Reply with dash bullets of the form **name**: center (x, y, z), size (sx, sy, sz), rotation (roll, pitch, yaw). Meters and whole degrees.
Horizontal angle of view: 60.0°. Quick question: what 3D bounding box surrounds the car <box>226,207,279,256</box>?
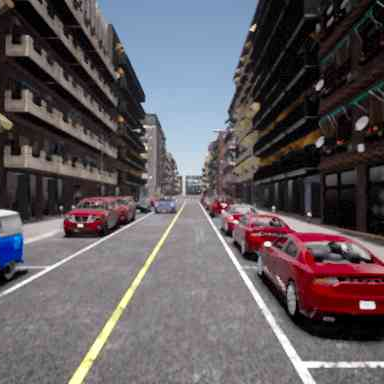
- **car**: center (2.595, 1.506, 12.655), size (1.887, 1.381, 4.507), rotation (1, 0, 0)

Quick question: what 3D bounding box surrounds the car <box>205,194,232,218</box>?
- **car**: center (2.580, 1.236, 29.248), size (2.192, 1.841, 5.009), rotation (1, 0, 0)

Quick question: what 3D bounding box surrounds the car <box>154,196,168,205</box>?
- **car**: center (-5.248, 1.435, 56.967), size (1.887, 1.381, 4.507), rotation (1, 0, 0)

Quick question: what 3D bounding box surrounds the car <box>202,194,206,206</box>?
- **car**: center (2.587, 1.343, 40.311), size (1.967, 1.590, 4.097), rotation (1, 0, 0)

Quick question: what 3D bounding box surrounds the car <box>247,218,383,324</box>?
- **car**: center (2.590, 1.522, 7.125), size (1.887, 1.381, 4.507), rotation (1, 0, 0)

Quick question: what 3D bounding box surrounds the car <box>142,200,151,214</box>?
- **car**: center (-5.267, 1.478, 34.846), size (1.947, 1.339, 4.313), rotation (1, 0, 0)

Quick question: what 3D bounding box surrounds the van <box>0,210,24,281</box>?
- **van**: center (-5.285, 1.319, 7.193), size (1.690, 1.788, 3.998), rotation (1, 0, 0)

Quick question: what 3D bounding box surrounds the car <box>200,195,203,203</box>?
- **car**: center (2.593, 1.473, 51.374), size (1.802, 1.307, 4.206), rotation (1, 0, 0)

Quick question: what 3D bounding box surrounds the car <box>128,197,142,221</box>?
- **car**: center (-5.270, 1.249, 23.783), size (2.192, 1.841, 5.009), rotation (1, 0, 0)

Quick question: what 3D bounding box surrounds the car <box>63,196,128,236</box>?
- **car**: center (-5.275, 1.263, 18.253), size (2.192, 1.841, 5.009), rotation (1, 0, 0)

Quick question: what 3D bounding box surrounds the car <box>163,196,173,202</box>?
- **car**: center (-5.235, 1.477, 73.561), size (1.802, 1.307, 4.206), rotation (1, 0, 0)

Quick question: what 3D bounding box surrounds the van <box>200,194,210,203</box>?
- **van**: center (2.612, 1.231, 67.969), size (1.690, 1.788, 3.998), rotation (1, 0, 0)

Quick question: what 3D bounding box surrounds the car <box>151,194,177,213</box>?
- **car**: center (-2.719, 1.263, 34.728), size (2.097, 1.767, 4.553), rotation (0, 0, 0)

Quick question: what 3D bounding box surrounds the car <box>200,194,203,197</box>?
- **car**: center (2.608, 1.204, 62.437), size (2.192, 1.841, 5.009), rotation (1, 0, 0)

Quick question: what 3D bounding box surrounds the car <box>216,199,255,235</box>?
- **car**: center (2.610, 1.387, 18.186), size (1.967, 1.590, 4.097), rotation (1, 0, 0)

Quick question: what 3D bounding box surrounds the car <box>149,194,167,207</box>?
- **car**: center (-5.247, 1.208, 51.436), size (2.192, 1.841, 5.009), rotation (1, 0, 0)
